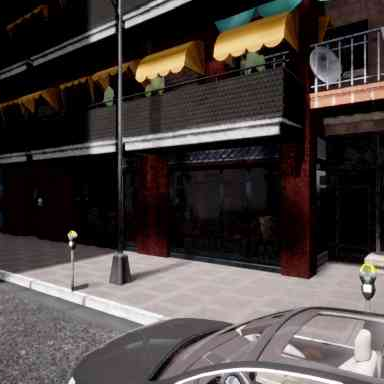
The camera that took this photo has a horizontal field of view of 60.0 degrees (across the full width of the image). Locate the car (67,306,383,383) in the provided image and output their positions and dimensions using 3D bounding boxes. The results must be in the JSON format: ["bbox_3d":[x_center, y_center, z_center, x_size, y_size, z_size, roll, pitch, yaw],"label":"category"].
[{"bbox_3d":[0.894,1.551,2.234,4.403,1.369,2.008,0,0,36],"label":"car"}]
